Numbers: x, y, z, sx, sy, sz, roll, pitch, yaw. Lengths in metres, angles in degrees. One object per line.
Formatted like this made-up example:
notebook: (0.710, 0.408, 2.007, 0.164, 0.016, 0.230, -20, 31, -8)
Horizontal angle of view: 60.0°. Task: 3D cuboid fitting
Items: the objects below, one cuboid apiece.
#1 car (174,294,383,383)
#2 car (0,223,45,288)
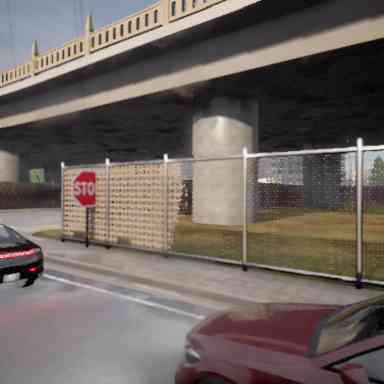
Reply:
car: (2.015, 1.527, 2.550, 4.674, 1.442, 1.812, 0, 0, 35)
car: (-5.484, 1.444, 7.909, 4.902, 1.511, 2.128, 0, 0, 36)
